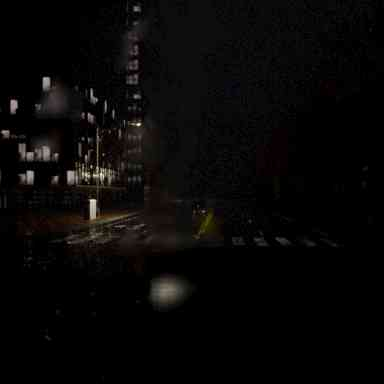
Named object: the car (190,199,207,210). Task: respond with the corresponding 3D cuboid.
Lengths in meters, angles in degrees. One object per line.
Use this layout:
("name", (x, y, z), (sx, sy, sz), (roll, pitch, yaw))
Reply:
("car", (0.895, 1.574, 42.617), (1.994, 1.385, 4.181), (0, 0, 4))
